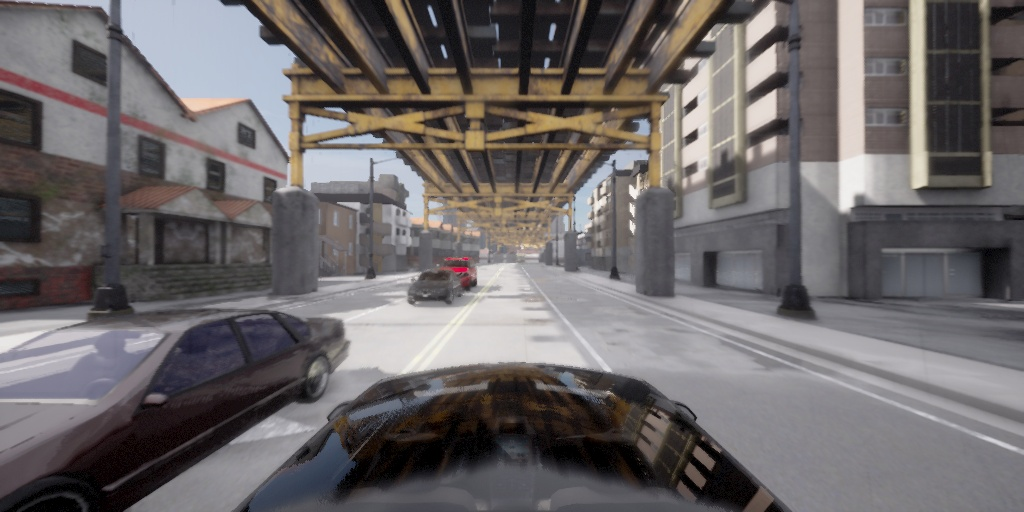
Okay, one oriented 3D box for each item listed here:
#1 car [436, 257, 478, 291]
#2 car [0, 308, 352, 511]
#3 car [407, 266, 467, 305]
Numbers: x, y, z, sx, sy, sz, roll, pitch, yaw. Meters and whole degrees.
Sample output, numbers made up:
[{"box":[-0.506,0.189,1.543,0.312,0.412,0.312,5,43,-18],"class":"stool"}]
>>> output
[{"box":[-3.504,1.100,23.216,2.150,2.045,5.566,0,0,1],"class":"car"},{"box":[-3.597,1.308,3.692,2.033,1.411,5.357,0,-1,0],"class":"car"},{"box":[-3.471,1.371,16.828,1.837,1.490,4.892,0,-1,0],"class":"car"}]
